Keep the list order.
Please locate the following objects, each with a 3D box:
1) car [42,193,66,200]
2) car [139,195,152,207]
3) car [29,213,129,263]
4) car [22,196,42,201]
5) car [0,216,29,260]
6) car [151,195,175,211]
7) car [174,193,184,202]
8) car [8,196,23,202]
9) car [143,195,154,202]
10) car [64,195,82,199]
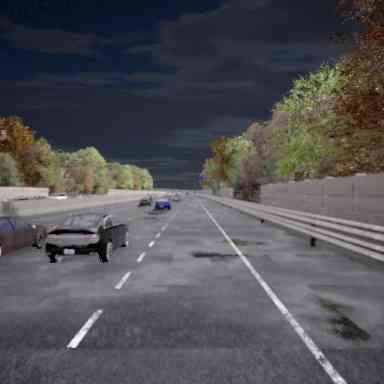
[{"bbox_3d":[-24.508,1.237,60.489,2.150,2.045,5.566,0,0,0],"label":"car"},{"bbox_3d":[-7.005,1.520,51.262,1.837,1.490,4.892,0,0,0],"label":"car"},{"bbox_3d":[-3.502,1.493,11.917,2.128,1.511,4.902,0,0,0],"label":"car"},{"bbox_3d":[-28.005,1.553,60.456,2.033,1.411,5.357,0,0,0],"label":"car"},{"bbox_3d":[-6.998,1.545,11.752,2.033,1.411,5.357,0,0,0],"label":"car"},{"bbox_3d":[-3.505,1.490,41.102,1.882,1.535,5.008,0,0,0],"label":"car"},{"bbox_3d":[-3.506,1.581,77.048,1.994,1.385,4.181,0,0,0],"label":"car"},{"bbox_3d":[-31.505,1.520,60.366,2.128,1.511,4.902,0,0,0],"label":"car"},{"bbox_3d":[-10.506,1.501,80.885,1.882,1.535,5.008,0,0,0],"label":"car"},{"bbox_3d":[-21.010,1.600,60.583,1.895,1.301,4.718,0,0,0],"label":"car"}]
